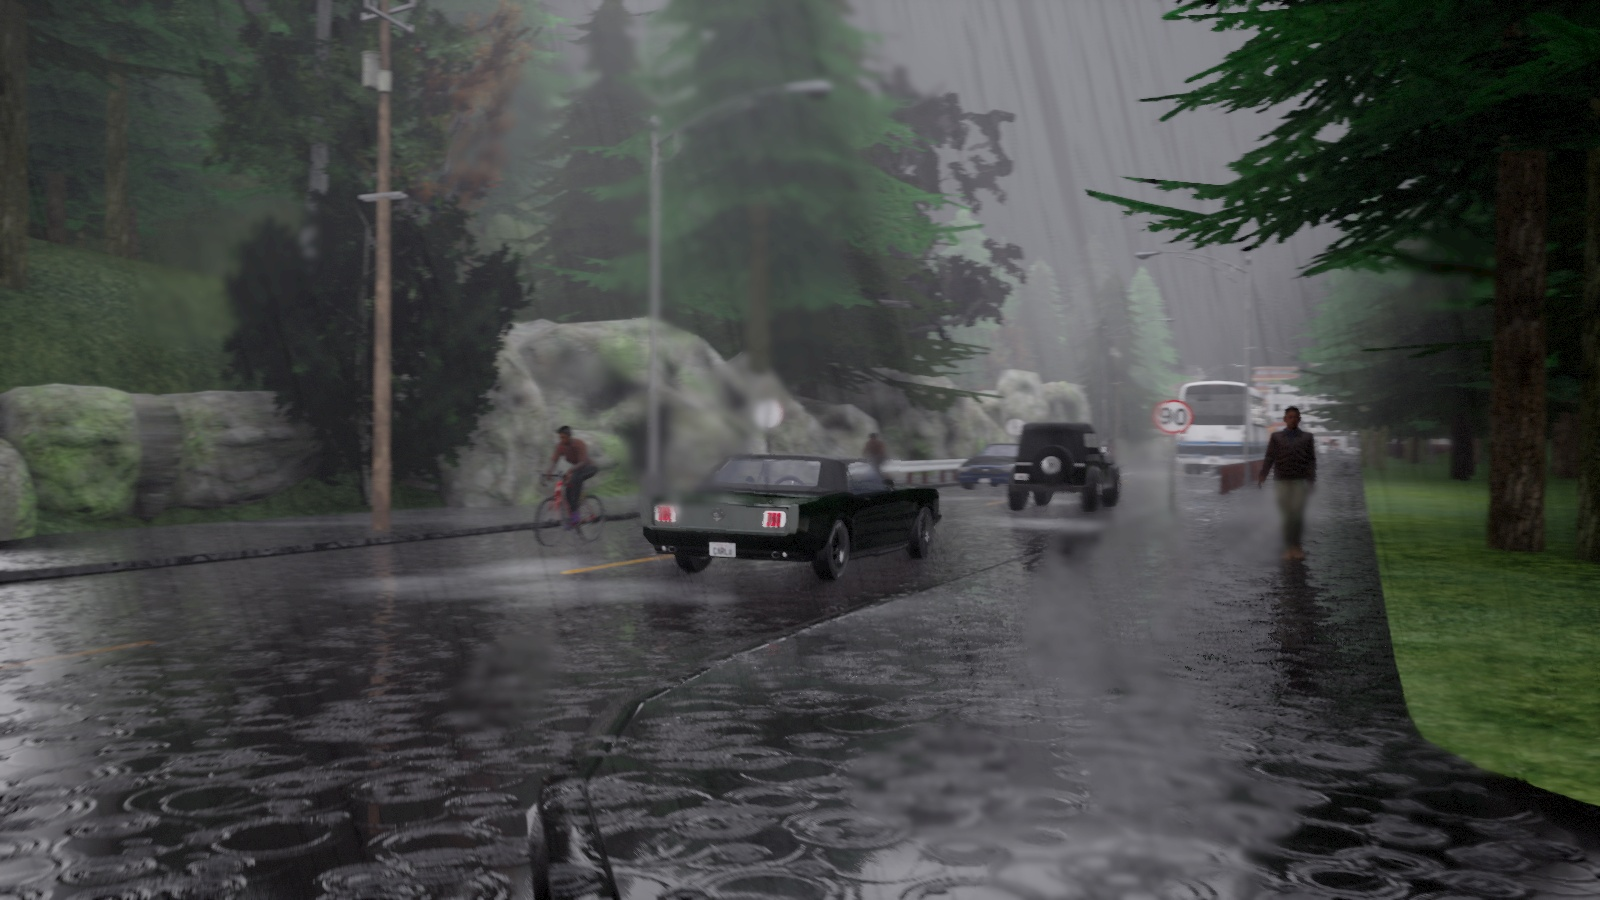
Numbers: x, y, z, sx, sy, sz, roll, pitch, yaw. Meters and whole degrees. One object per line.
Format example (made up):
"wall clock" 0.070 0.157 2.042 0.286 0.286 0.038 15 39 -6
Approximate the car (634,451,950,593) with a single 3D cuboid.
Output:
"car" 0.127 0.698 14.575 1.895 1.301 4.718 0 1 24

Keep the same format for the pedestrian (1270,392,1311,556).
"pedestrian" 5.690 0.268 14.557 0.431 1.840 0.703 0 1 22

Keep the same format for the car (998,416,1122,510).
"car" 5.744 0.237 27.411 1.905 1.878 3.866 0 1 24

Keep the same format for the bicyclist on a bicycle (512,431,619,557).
"bicyclist on a bicycle" -3.149 0.551 16.999 0.582 1.620 1.656 0 1 24

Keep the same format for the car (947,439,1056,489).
"car" 6.297 0.380 38.700 2.033 1.411 5.357 0 1 24

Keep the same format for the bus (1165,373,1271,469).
"bus" 20.586 -1.352 61.377 3.944 4.253 10.273 0 1 24
